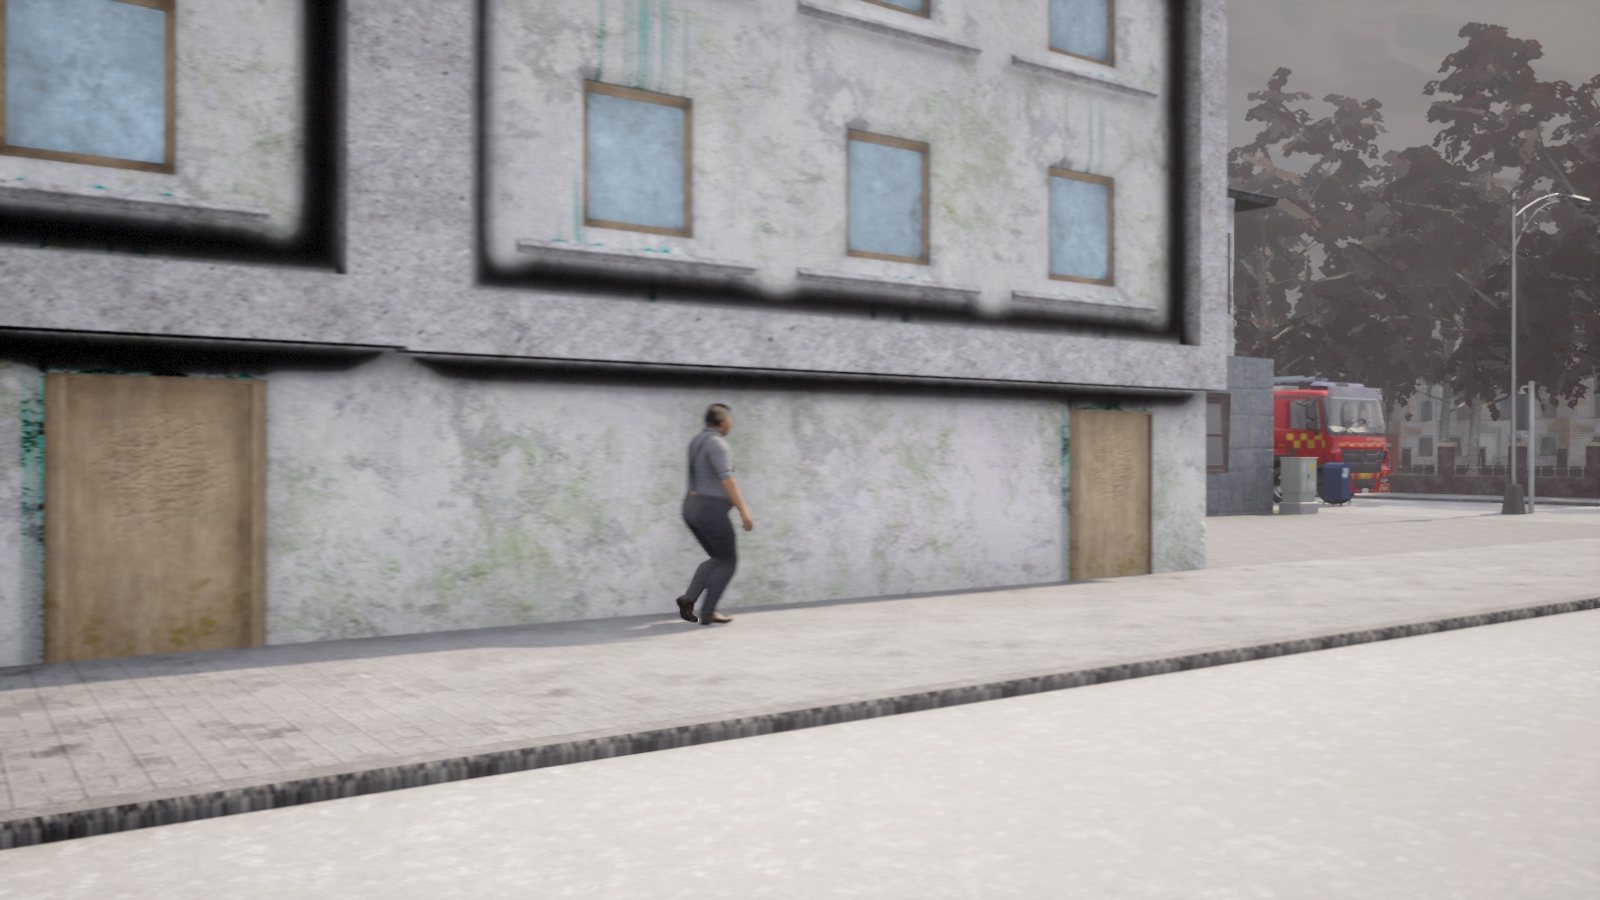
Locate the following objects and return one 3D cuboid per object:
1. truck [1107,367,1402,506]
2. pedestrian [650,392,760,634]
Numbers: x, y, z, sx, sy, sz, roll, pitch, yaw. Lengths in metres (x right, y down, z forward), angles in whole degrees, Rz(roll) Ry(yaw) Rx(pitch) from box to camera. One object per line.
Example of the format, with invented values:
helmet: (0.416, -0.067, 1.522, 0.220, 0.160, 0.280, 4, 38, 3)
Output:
truck: (13.707, -0.354, 38.748, 2.891, 3.827, 8.468, 0, 0, -34)
pedestrian: (-0.758, 0.481, 9.986, 0.694, 1.848, 0.540, 0, 0, -34)
